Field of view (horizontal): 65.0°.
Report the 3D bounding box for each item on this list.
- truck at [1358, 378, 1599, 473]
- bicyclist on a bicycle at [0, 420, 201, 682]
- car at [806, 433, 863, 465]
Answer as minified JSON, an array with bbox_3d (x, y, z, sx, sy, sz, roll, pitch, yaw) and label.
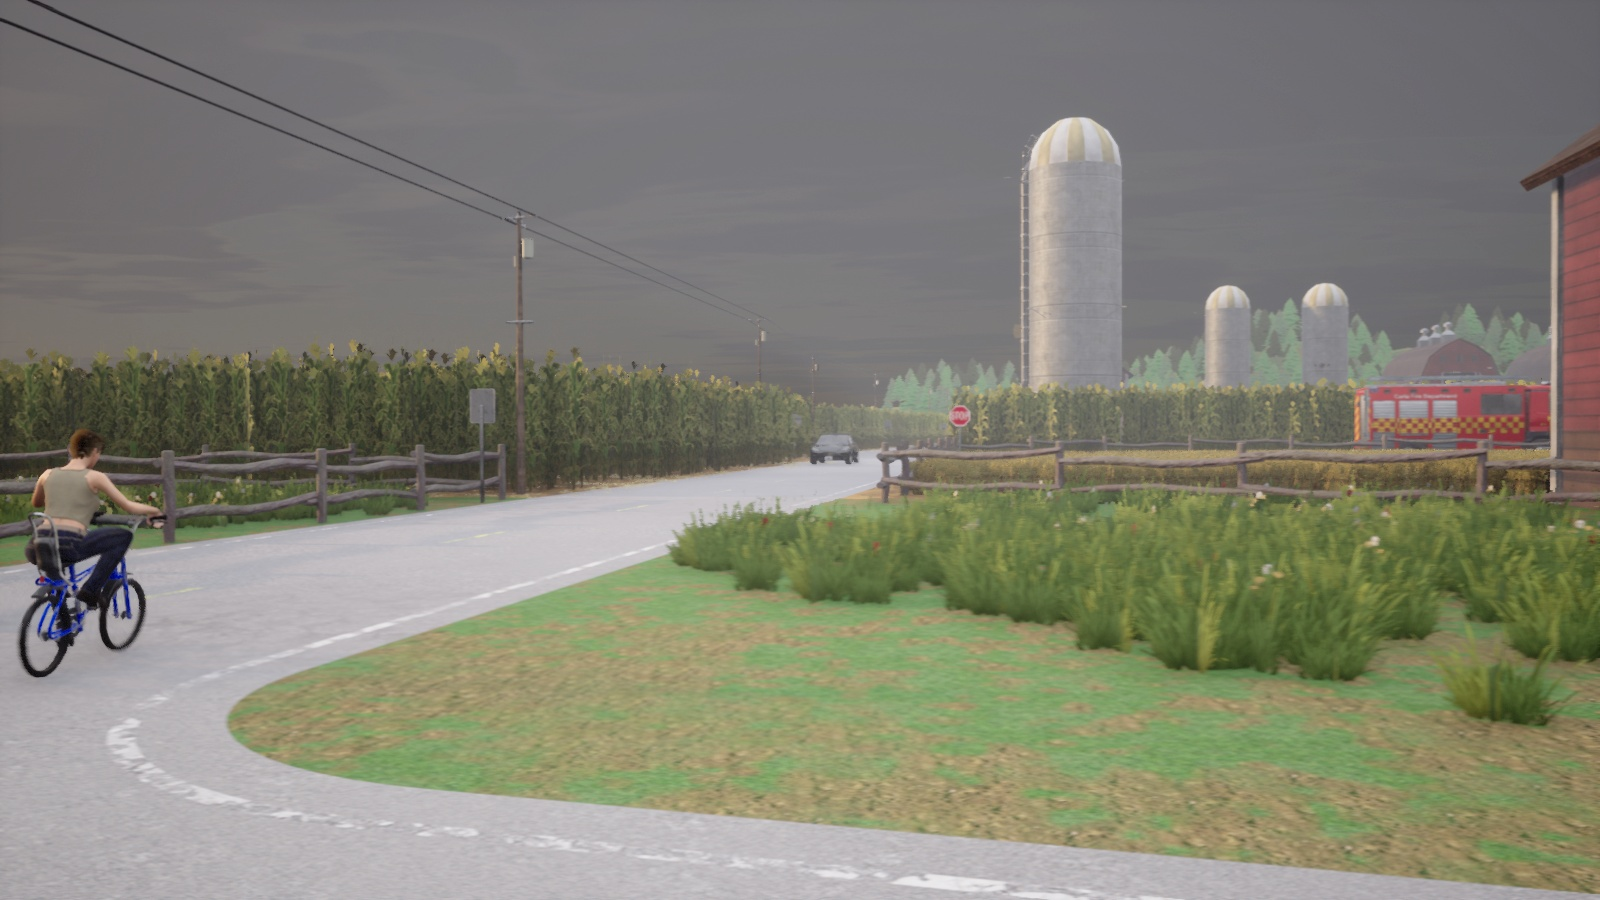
[{"bbox_3d":[28.420,-1.028,52.938,8.468,3.827,2.891,0,1,11],"label":"truck"},{"bbox_3d":[-4.942,0.624,8.640,0.866,1.612,1.509,3,1,-1],"label":"bicyclist on a bicycle"},{"bbox_3d":[1.736,-0.062,61.221,2.163,1.488,4.792,0,1,9],"label":"car"}]
